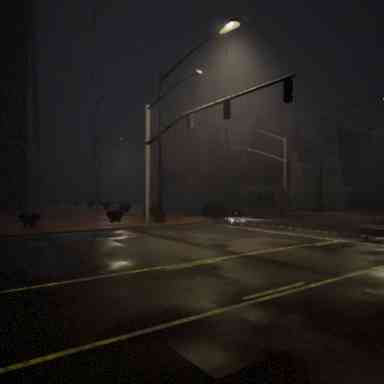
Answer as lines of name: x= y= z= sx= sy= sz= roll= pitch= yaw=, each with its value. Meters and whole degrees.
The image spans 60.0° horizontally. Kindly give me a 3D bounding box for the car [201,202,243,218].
car: x=2.650 y=1.578 z=30.118 sx=1.994 sy=1.385 sz=4.181 roll=1 pitch=0 yaw=-35
